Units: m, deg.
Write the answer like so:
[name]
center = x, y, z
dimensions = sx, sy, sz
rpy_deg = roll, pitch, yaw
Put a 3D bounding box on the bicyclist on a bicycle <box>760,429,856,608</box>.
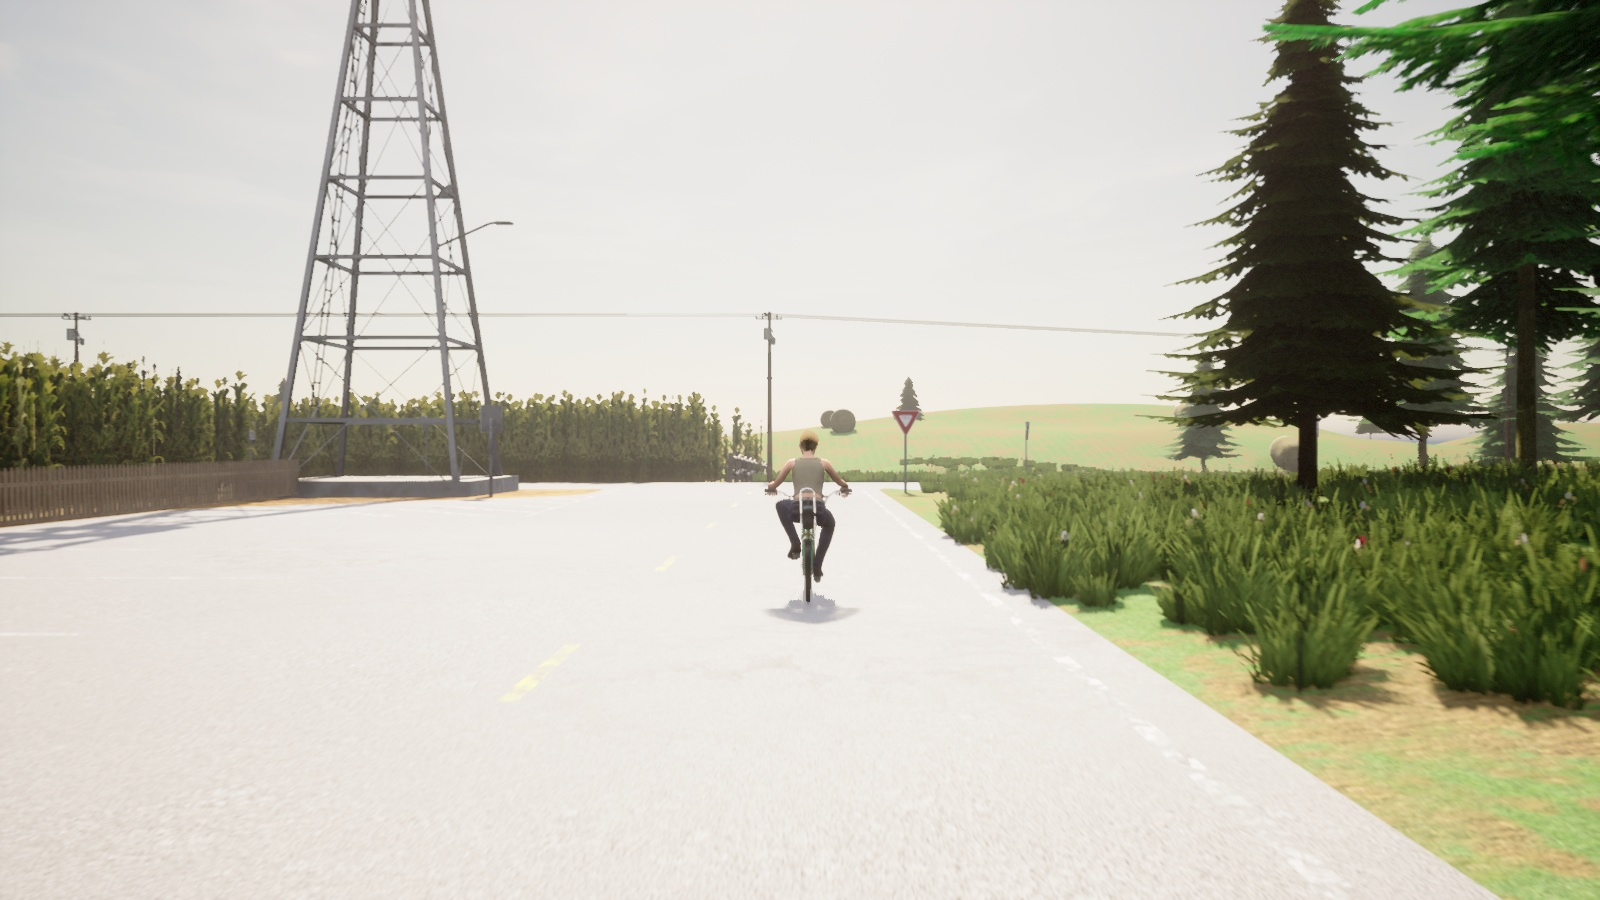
[bicyclist on a bicycle]
center = 0.079, 0.615, 12.093
dimensions = 0.866, 1.612, 1.509
rpy_deg = 0, 0, 1
